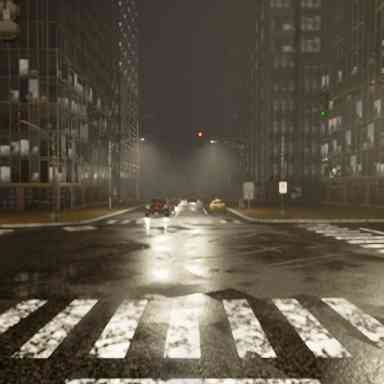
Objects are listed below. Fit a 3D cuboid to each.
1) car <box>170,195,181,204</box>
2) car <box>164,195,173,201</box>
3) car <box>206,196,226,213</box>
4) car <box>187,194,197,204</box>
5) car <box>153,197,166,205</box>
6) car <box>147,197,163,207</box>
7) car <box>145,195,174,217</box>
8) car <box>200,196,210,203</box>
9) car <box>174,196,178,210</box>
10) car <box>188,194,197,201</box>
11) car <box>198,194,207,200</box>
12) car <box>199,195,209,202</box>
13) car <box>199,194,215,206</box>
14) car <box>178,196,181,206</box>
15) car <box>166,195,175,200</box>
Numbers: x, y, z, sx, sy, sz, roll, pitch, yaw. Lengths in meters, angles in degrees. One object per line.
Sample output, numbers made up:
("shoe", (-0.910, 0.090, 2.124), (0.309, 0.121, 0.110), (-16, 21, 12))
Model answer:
("car", (-3.001, 1.416, 61.110), (1.882, 1.535, 5.008), (0, 0, 0))
("car", (-5.641, 1.488, 80.961), (1.802, 1.307, 4.206), (-1, 0, 0))
("car", (2.819, 1.496, 36.958), (1.752, 1.417, 4.829), (-1, 0, 0))
("car", (0.021, 1.536, 62.884), (1.895, 1.301, 4.718), (0, 0, 0))
("car", (-5.650, 1.509, 58.266), (1.947, 1.339, 4.313), (-1, 0, 0))
("car", (-5.822, 1.517, 52.592), (1.947, 1.339, 4.313), (-1, 0, 0))
("car", (-3.103, 1.328, 31.327), (2.097, 1.767, 4.553), (0, 0, 1))
("car", (2.702, 1.491, 69.549), (1.947, 1.339, 4.313), (-1, 0, 0))
("car", (-3.078, 1.444, 40.624), (1.882, 1.535, 5.008), (0, 0, 0))
("car", (0.025, 1.230, 72.857), (1.882, 1.535, 5.008), (0, 0, 0))
("car", (2.706, 1.337, 86.571), (1.967, 1.590, 4.097), (-1, 0, 0))
("car", (2.704, 1.467, 75.222), (2.008, 1.369, 4.403), (-1, 0, 0))
("car", (2.730, 1.267, 52.039), (2.192, 1.841, 5.009), (-1, 0, 0))
("car", (-3.049, 1.555, 50.635), (1.895, 1.301, 4.718), (0, 0, 0))
("car", (-5.639, 1.462, 86.635), (1.947, 1.339, 4.313), (-1, 0, 0))
